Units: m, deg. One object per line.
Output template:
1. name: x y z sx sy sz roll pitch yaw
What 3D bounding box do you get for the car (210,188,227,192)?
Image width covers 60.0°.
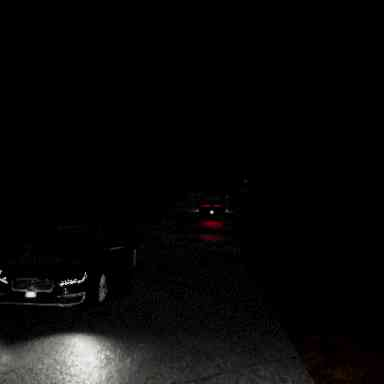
1. car: 3.334 0.257 42.373 2.128 1.511 4.902 0 2 6

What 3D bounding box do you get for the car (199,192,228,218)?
1. car: 1.541 1.011 24.651 1.837 1.490 4.892 0 2 5

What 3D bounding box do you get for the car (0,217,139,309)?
1. car: -2.548 1.428 7.948 1.837 1.490 4.892 1 1 3
